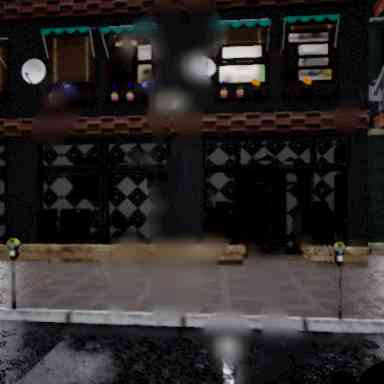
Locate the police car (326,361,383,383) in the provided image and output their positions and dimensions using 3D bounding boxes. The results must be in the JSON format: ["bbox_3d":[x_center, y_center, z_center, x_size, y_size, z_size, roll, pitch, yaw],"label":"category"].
[{"bbox_3d":[3.400,1.425,1.702,5.238,1.638,1.930,0,0,5],"label":"police car"}]
